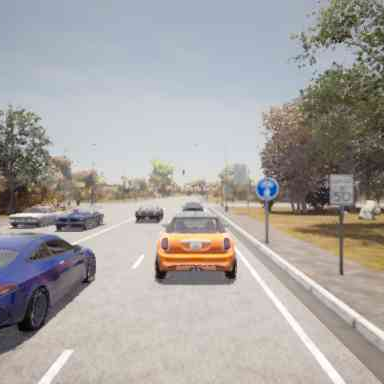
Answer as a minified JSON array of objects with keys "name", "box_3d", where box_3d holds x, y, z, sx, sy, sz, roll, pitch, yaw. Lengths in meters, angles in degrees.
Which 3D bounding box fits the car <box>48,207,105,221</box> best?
[{"name":"car","box_3d":[-7.101,1.672,21.324,1.895,1.301,4.718,0,0,0]}]

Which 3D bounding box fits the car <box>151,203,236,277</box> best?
[{"name":"car","box_3d":[0.100,1.386,10.484,2.097,1.767,4.553,0,0,0]}]

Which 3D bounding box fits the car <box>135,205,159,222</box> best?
[{"name":"car","box_3d":[-3.402,1.692,27.490,1.895,1.301,4.718,0,0,0]}]

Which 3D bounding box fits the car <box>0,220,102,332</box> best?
[{"name":"car","box_3d":[-3.401,1.548,6.737,1.812,1.442,4.674,0,0,0]}]

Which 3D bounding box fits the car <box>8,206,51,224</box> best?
[{"name":"car","box_3d":[-10.601,1.677,22.977,1.895,1.301,4.718,0,0,0]}]
